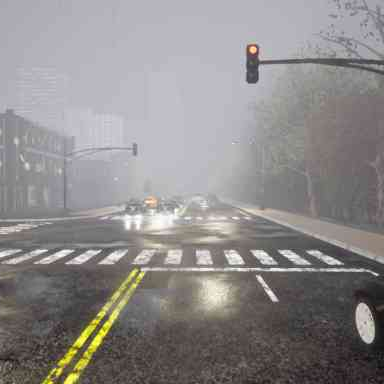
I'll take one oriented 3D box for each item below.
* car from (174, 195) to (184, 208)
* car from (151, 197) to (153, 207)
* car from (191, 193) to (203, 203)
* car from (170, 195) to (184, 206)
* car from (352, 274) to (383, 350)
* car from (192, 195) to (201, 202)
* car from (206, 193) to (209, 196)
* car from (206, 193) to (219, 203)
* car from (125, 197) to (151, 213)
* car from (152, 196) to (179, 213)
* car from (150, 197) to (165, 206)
[{"bbox_3d":[-2.651,1.476,46.181,2.128,1.511,4.902,0,0,1],"label":"car"},{"bbox_3d":[-5.905,1.462,45.856,1.882,1.535,5.008,0,0,1],"label":"car"},{"bbox_3d":[1.083,1.197,66.110,2.150,2.045,5.566,0,0,1],"label":"car"},{"bbox_3d":[-2.496,1.332,56.472,2.097,1.767,4.553,0,0,1],"label":"car"},{"bbox_3d":[3.394,1.477,3.191,1.882,1.535,5.008,0,0,1],"label":"car"},{"bbox_3d":[1.137,1.509,76.734,2.033,1.411,5.357,0,0,1],"label":"car"},{"bbox_3d":[4.387,1.194,76.609,2.150,2.045,5.566,0,0,1],"label":"car"},{"bbox_3d":[4.332,1.480,66.146,1.837,1.490,4.892,0,0,1],"label":"car"},{"bbox_3d":[-6.063,1.480,36.344,2.128,1.511,4.902,0,0,-1],"label":"car"},{"bbox_3d":[-2.847,1.480,36.673,2.128,1.511,4.902,0,0,-2],"label":"car"},{"bbox_3d":[-5.739,1.544,55.907,1.994,1.385,4.181,0,0,2],"label":"car"}]
